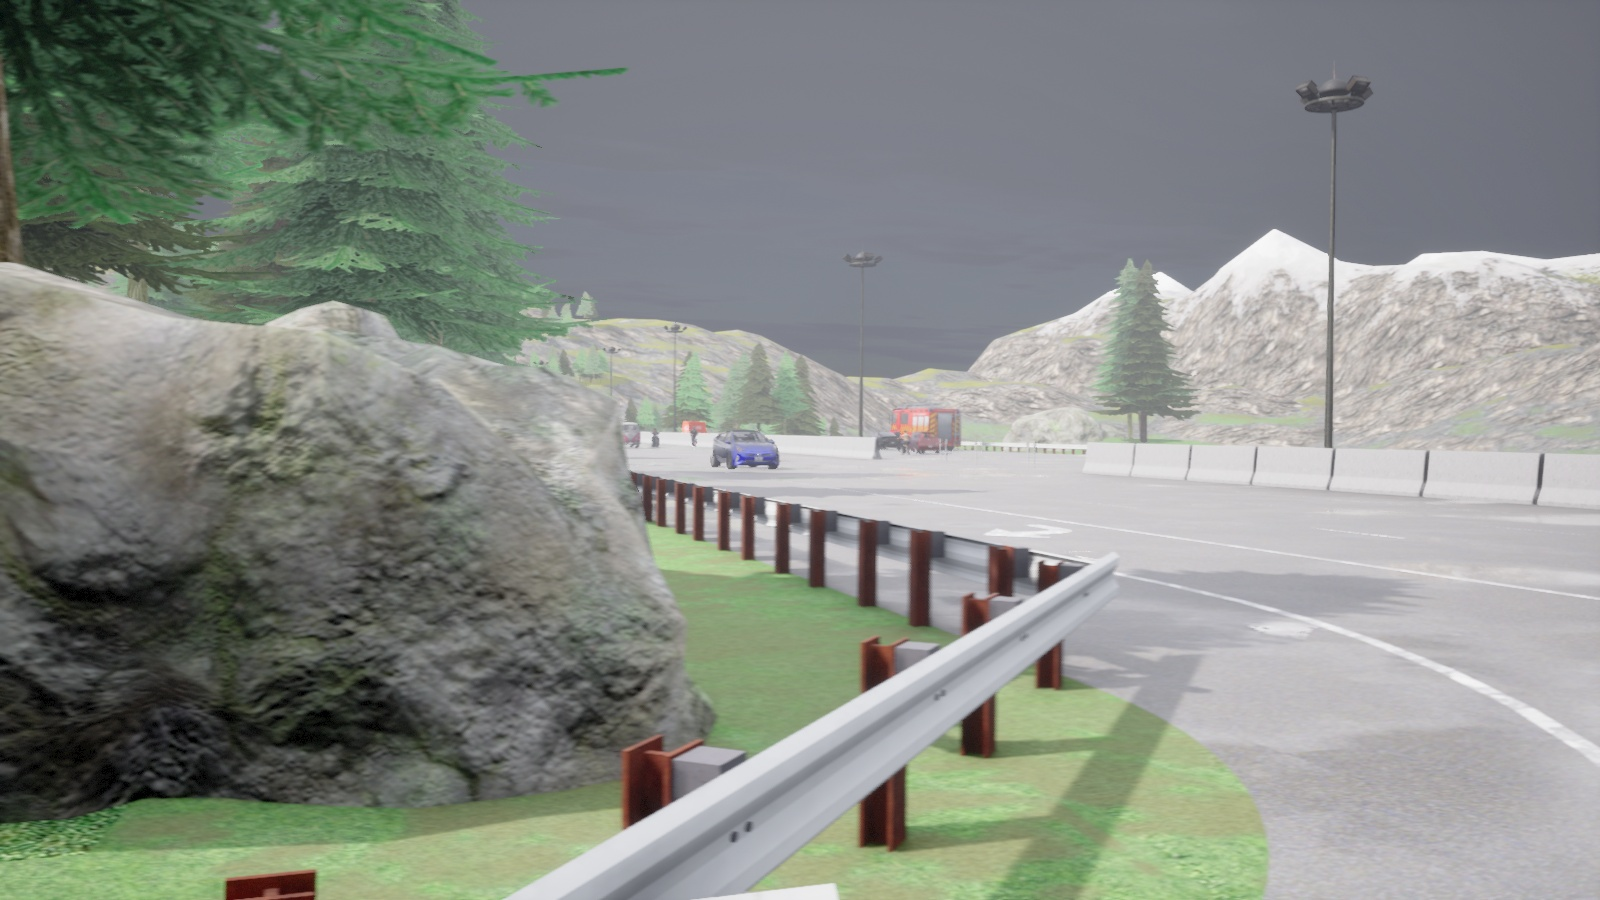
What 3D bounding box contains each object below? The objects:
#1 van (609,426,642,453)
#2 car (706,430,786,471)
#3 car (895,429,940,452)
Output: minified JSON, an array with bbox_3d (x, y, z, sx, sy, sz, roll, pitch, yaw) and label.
[{"bbox_3d":[-13.419,-0.827,96.193,1.775,1.987,4.442,-1,1,-18],"label":"van"},{"bbox_3d":[-2.186,-0.012,49.282,2.007,1.525,4.514,-1,1,-18],"label":"car"},{"bbox_3d":[8.052,-0.652,86.412,1.845,1.501,3.633,-1,1,-18],"label":"car"}]
